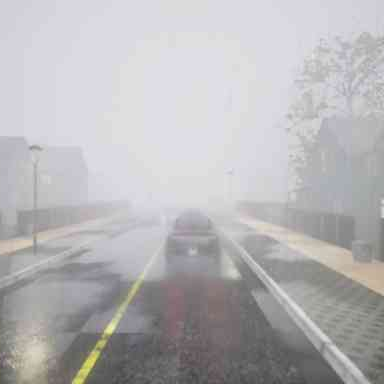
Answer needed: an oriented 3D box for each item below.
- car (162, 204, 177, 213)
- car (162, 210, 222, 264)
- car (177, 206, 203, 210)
[{"bbox_3d":[-2.791,2.187,42.819,1.895,1.301,4.718,0,-1,1],"label":"car"},{"bbox_3d":[0.045,1.627,12.378,2.128,1.511,4.902,0,-1,0],"label":"car"},{"bbox_3d":[0.046,1.919,27.585,1.994,1.385,4.181,0,-1,1],"label":"car"}]
